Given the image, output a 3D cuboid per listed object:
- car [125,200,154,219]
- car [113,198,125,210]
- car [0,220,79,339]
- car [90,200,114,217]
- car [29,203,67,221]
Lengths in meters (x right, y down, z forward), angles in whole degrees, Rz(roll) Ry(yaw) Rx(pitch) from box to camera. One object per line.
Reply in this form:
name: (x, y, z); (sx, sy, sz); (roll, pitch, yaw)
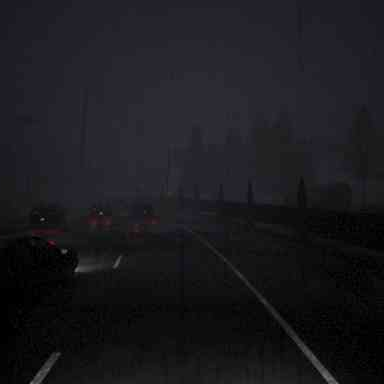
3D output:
car: (-4.626, 1.508, 30.001); (1.882, 1.535, 5.008); (0, 0, -16)
car: (-9.650, 1.558, 43.605); (1.837, 1.490, 4.892); (0, 0, -24)
car: (-3.767, 1.562, 6.472); (2.033, 1.411, 5.357); (0, 0, -4)
car: (-8.958, 1.645, 32.334); (1.895, 1.301, 4.718); (0, 0, -18)
car: (-10.077, 1.533, 23.524); (2.128, 1.511, 4.902); (0, 0, -14)
